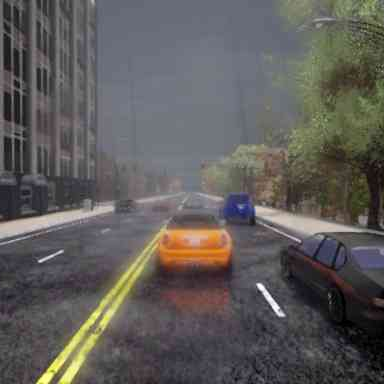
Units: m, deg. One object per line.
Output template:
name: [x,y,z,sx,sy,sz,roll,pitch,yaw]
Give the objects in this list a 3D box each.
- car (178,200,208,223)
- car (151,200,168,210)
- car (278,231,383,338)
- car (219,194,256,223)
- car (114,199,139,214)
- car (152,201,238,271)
car: [0.080,1.448,26.232,2.128,1.511,4.902,0,0,0]
car: [-3.339,1.540,36.753,1.895,1.301,4.718,0,0,0]
car: [3.315,1.536,6.945,2.033,1.411,5.357,0,0,0]
car: [3.328,1.176,24.960,2.150,2.045,5.566,0,0,0]
car: [-6.596,1.450,33.985,1.837,1.490,4.892,0,0,0]
car: [0.081,1.335,10.954,2.097,1.767,4.553,0,0,0]
